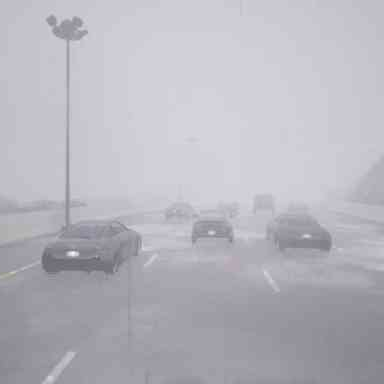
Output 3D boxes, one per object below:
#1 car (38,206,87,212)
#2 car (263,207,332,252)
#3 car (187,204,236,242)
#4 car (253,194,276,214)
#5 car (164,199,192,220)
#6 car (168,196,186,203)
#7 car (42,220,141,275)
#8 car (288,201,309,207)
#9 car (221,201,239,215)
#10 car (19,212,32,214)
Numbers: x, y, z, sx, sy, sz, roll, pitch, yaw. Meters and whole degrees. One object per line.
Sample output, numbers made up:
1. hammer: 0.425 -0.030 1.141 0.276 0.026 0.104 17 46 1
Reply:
1. car: -11.326 1.466 30.331 2.128 1.511 4.902 0 0 10
2. car: 4.366 1.574 14.132 1.994 1.385 4.181 0 0 5
3. car: 1.046 1.528 16.202 1.812 1.442 4.674 0 0 6
4. car: 7.738 1.239 35.671 2.150 2.045 5.566 0 0 13
5. car: -0.902 1.545 28.124 2.033 1.411 5.357 0 0 10
6. car: -3.166 1.588 71.007 1.895 1.301 4.718 0 0 22
7. car: -2.932 1.557 10.546 1.994 1.385 4.181 0 0 4
8. car: 11.384 1.626 35.940 1.895 1.301 4.718 0 0 13
9. car: 3.767 1.609 33.882 1.895 1.301 4.718 0 0 12
10. car: -14.571 1.445 32.041 1.882 1.535 5.008 0 0 10
